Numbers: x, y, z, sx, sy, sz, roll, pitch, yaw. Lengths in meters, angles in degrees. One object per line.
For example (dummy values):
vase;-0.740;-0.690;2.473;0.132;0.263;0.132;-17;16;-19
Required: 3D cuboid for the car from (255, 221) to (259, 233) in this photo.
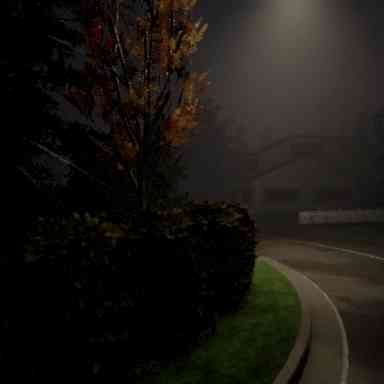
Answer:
car;1.378;1.844;19.394;2.033;1.411;5.357;0;-1;-39
